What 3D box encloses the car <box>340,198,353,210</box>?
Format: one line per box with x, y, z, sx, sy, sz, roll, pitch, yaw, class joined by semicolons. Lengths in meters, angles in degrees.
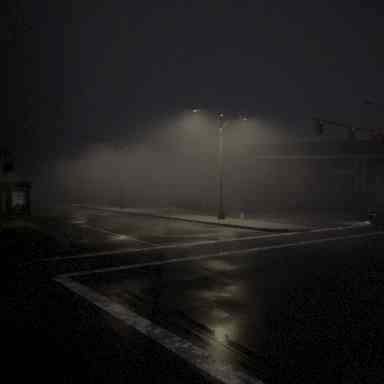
18.130;1.456;42.039;1.970;1.475;3.806;0;0;-35;car

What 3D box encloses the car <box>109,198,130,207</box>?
-11.125;1.564;50.712;1.994;1.385;4.181;0;0;-35;car

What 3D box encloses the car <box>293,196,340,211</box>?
13.867;1.295;38.113;2.242;1.667;4.611;0;0;-35;car

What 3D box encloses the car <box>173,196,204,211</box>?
-0.507;1.351;41.857;2.097;1.767;4.553;0;0;-35;car

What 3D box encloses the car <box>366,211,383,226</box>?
13.719;1.564;21.604;1.994;1.385;4.181;0;0;-35;car

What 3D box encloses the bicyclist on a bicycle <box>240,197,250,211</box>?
6.289;1.430;39.750;1.656;1.620;0.582;-6;-7;-37;bicyclist on a bicycle
